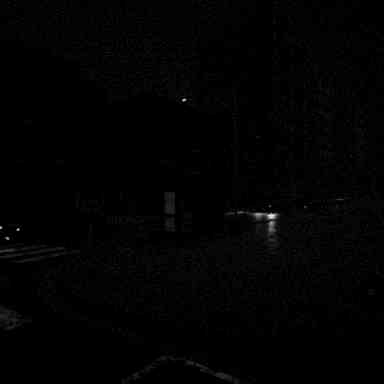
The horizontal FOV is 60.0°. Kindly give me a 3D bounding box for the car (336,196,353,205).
[{"bbox_3d":[24.834,1.368,54.271,2.128,1.511,4.902,-1,0,36],"label":"car"}]

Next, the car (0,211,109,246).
[{"bbox_3d":[-6.315,1.593,15.495,1.895,1.301,4.718,-1,0,35],"label":"car"}]

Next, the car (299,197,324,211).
[{"bbox_3d":[14.028,1.417,39.040,1.837,1.490,4.892,-1,0,35],"label":"car"}]

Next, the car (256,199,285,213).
[{"bbox_3d":[8.733,1.469,36.662,1.812,1.442,4.674,-1,0,36],"label":"car"}]
